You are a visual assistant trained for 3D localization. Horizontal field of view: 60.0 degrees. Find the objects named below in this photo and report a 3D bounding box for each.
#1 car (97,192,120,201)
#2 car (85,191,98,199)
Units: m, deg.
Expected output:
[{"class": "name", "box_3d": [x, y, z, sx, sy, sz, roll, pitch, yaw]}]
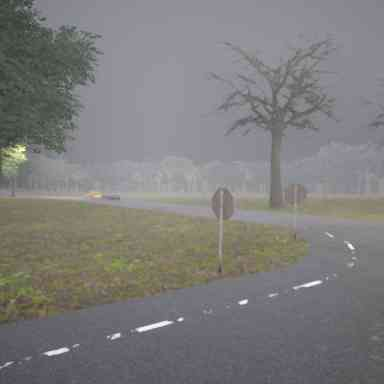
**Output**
[{"class": "car", "box_3d": [-13.238, 0.689, 54.037, 1.994, 1.385, 4.181, 2, -1, -35]}, {"class": "car", "box_3d": [-17.797, 0.571, 60.336, 1.882, 1.535, 5.008, 2, -1, -36]}]
